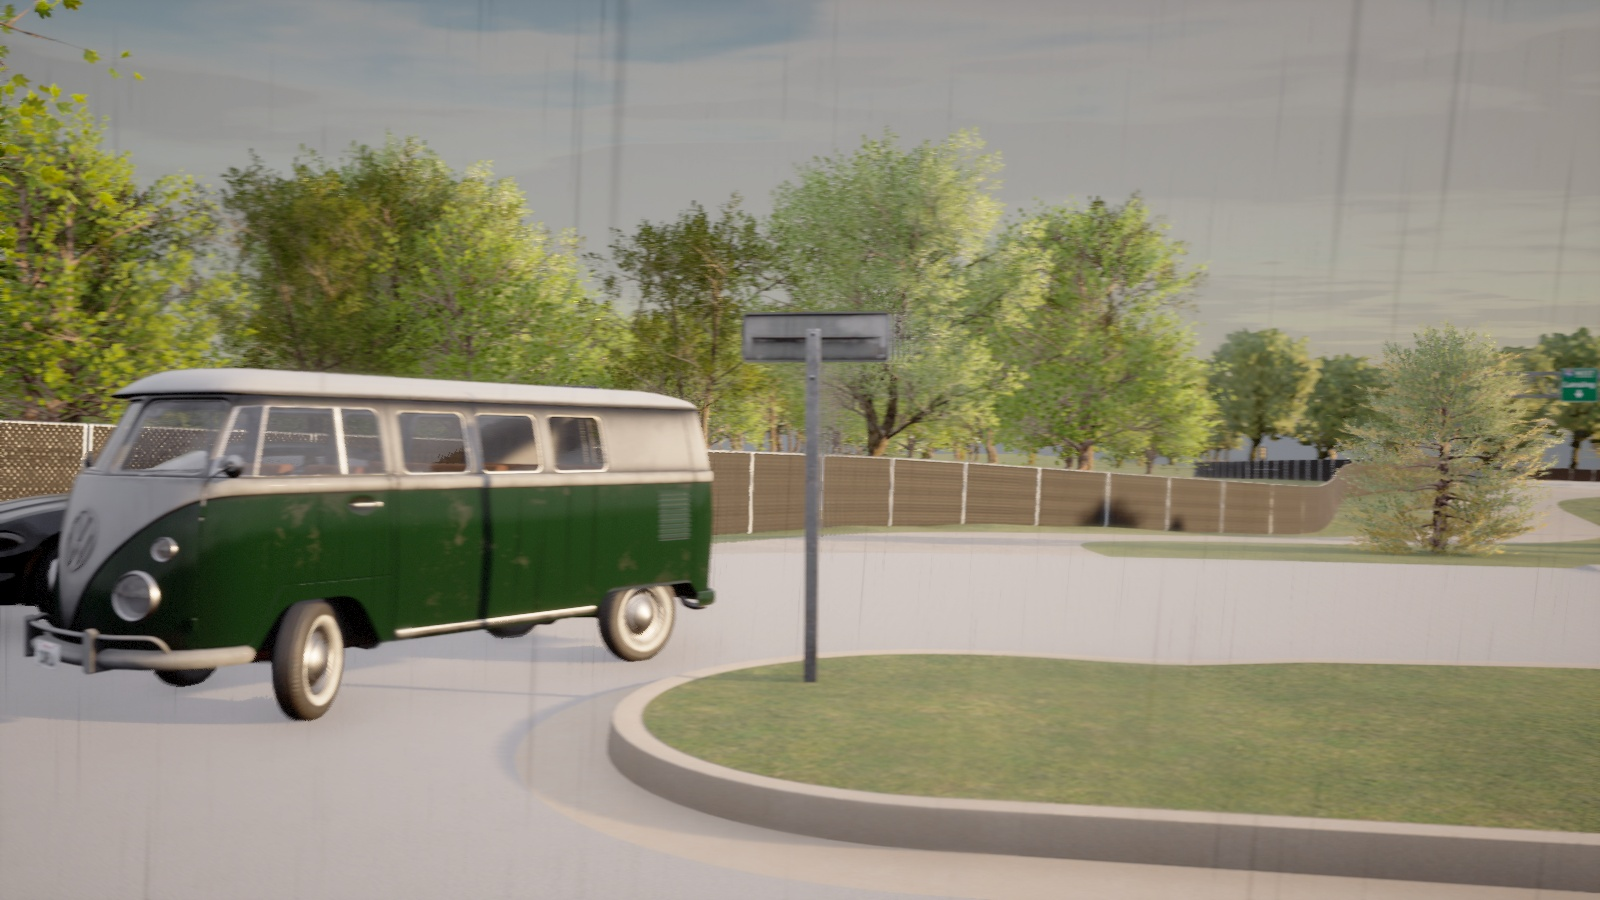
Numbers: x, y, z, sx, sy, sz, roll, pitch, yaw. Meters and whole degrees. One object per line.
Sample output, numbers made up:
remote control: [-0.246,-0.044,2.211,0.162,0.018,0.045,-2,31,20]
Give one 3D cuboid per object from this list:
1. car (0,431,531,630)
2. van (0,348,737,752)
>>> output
car: [-5.237,0.616,11.854,5.008,1.535,1.882,0,1,-43]
van: [-2.575,0.491,8.469,1.775,1.987,4.442,1,0,38]
